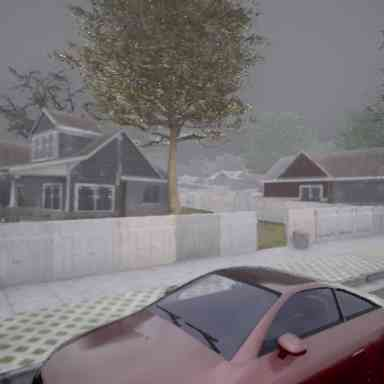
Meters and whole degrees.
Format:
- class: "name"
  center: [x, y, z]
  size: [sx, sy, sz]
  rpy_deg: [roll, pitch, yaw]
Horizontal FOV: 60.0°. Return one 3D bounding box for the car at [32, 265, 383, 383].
- class: "car"
  center: [0.598, 1.568, 3.503]
  size: [4.181, 1.385, 1.994]
  rpy_deg: [0, 0, -35]
